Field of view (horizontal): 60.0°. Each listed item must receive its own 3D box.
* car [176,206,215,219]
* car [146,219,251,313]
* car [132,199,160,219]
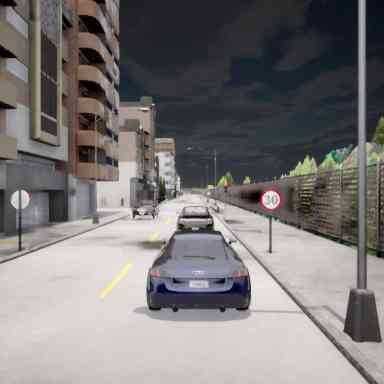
[{"bbox_3d":[0.184,1.491,17.690,2.128,1.511,4.902,0,0,1],"label":"car"},{"bbox_3d":[0.130,1.564,7.775,1.994,1.385,4.181,0,0,0],"label":"car"},{"bbox_3d":[-3.853,1.330,28.191,2.128,1.511,4.902,0,0,0],"label":"car"}]
